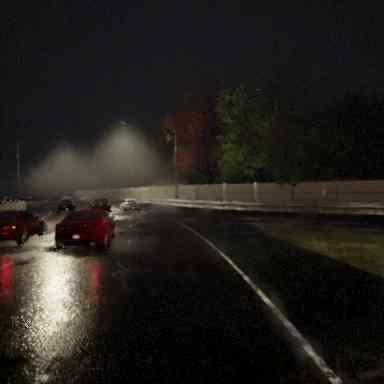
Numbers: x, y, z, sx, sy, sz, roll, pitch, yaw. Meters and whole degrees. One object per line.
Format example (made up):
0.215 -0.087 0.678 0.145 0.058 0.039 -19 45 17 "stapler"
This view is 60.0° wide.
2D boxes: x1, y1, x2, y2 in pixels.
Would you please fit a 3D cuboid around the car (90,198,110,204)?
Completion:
-10.460 1.414 37.778 2.097 1.767 4.553 0 0 -20 "car"

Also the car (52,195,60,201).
-33.022 1.546 81.335 1.812 1.442 4.674 0 0 -33 "car"

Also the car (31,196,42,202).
-37.368 1.605 78.971 4.181 1.385 1.994 0 0 41 "car"

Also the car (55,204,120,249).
-4.551 1.505 14.773 1.882 1.535 5.008 0 0 -6 "car"

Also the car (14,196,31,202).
-39.804 1.610 76.458 5.357 1.411 2.033 0 0 41 "car"

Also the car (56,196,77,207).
-14.212 1.596 37.811 1.837 1.490 4.892 0 1 -21 "car"

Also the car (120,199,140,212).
-7.393 1.566 39.564 1.812 1.442 4.674 0 0 -20 "car"

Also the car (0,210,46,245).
-8.323 1.579 15.525 1.812 1.442 4.674 0 0 -8 "car"
